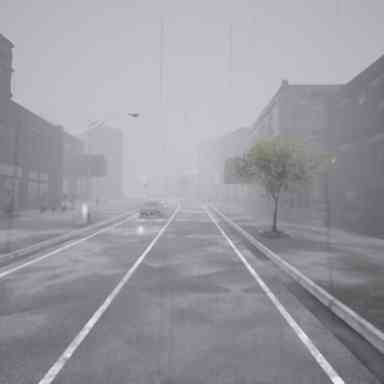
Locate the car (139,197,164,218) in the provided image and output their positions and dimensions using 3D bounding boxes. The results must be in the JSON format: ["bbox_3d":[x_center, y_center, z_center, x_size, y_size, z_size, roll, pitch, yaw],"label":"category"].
[{"bbox_3d":[-3.605,1.493,30.153,1.837,1.490,4.892,0,1,0],"label":"car"}]

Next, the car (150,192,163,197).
[{"bbox_3d":[-7.577,0.658,70.936,1.812,1.442,4.674,1,2,-22],"label":"car"}]
